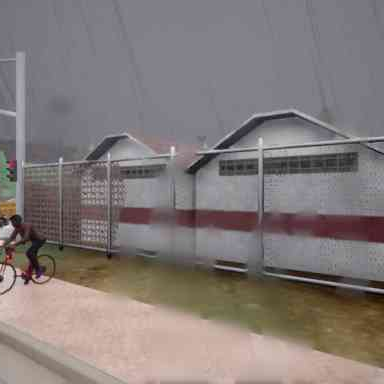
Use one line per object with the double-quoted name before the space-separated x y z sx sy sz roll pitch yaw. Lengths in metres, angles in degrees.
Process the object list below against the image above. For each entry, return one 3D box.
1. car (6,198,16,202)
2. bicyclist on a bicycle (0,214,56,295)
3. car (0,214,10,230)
"car" -22.352 1.477 42.727 1.882 1.535 5.008 0 0 35
"bicyclist on a bicycle" -3.639 1.301 7.156 0.582 1.620 1.656 0 0 30
"car" -12.726 1.564 19.002 1.994 1.385 4.181 0 0 25
